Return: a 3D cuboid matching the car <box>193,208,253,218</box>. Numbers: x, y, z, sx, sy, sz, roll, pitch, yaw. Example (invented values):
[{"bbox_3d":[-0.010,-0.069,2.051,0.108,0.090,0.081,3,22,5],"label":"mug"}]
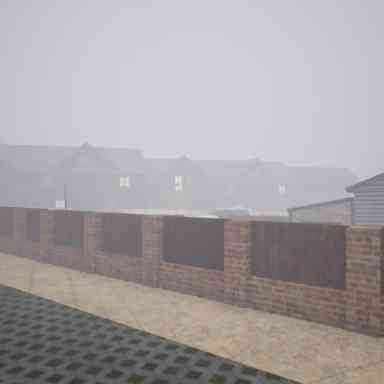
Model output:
[{"bbox_3d":[2.560,2.321,27.400,5.566,2.045,2.150,2,-2,-22],"label":"car"}]
